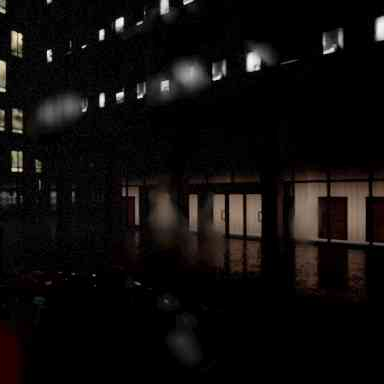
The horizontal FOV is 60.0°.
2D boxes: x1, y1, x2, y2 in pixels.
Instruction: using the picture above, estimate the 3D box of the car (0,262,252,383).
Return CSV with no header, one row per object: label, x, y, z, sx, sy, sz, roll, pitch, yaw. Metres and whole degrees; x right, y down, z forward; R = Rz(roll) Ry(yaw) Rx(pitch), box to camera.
car,-1.523,1.544,3.985,4.507,1.381,1.887,0,0,36
